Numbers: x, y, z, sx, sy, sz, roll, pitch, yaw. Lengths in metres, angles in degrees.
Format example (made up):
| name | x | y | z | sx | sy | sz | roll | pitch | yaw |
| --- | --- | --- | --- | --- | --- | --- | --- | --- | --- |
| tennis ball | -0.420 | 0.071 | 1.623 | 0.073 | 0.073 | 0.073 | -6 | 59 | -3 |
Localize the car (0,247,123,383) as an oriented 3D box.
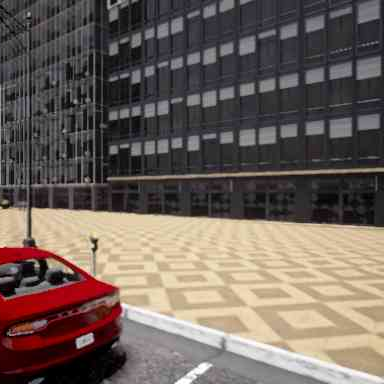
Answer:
| name | x | y | z | sx | sy | sz | roll | pitch | yaw |
| --- | --- | --- | --- | --- | --- | --- | --- | --- | --- |
| car | -3.016 | 1.519 | 5.031 | 4.507 | 1.381 | 1.887 | 0 | 0 | 36 |
